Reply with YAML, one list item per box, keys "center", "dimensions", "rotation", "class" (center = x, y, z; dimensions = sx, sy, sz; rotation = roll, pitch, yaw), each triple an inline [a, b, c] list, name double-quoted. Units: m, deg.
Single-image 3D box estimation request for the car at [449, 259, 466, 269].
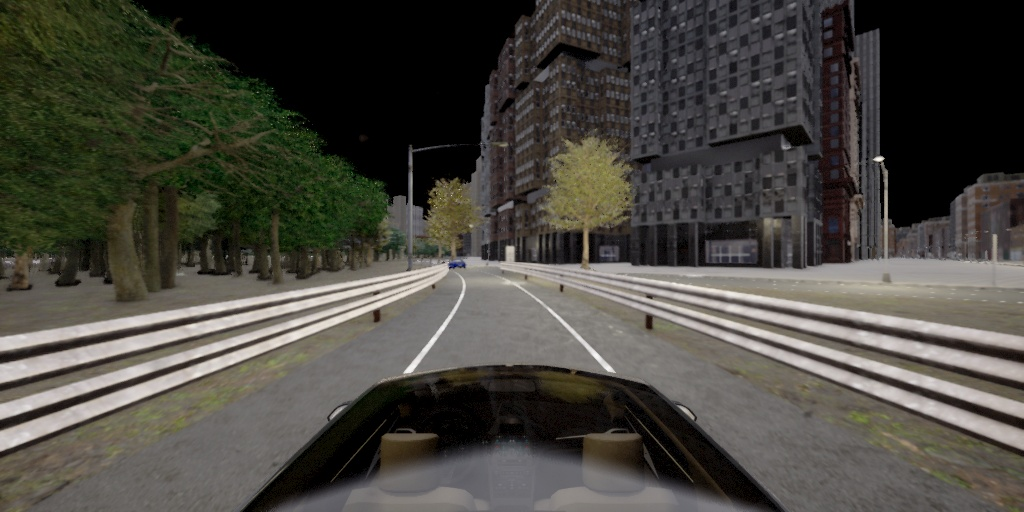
- center: [-8.262, 1.190, 54.274]
  dimensions: [1.882, 1.535, 5.008]
  rotation: [0, 0, -19]
  class: "car"
